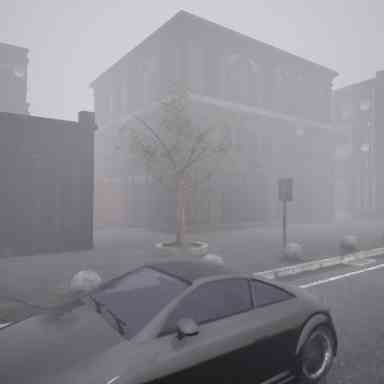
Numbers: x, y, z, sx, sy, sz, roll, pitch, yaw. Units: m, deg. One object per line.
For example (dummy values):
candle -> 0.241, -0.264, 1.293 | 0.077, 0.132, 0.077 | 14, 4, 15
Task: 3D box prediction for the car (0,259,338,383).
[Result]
car -> -0.212, 1.564, 3.831 | 4.181, 1.385, 1.994 | 0, 0, -35
